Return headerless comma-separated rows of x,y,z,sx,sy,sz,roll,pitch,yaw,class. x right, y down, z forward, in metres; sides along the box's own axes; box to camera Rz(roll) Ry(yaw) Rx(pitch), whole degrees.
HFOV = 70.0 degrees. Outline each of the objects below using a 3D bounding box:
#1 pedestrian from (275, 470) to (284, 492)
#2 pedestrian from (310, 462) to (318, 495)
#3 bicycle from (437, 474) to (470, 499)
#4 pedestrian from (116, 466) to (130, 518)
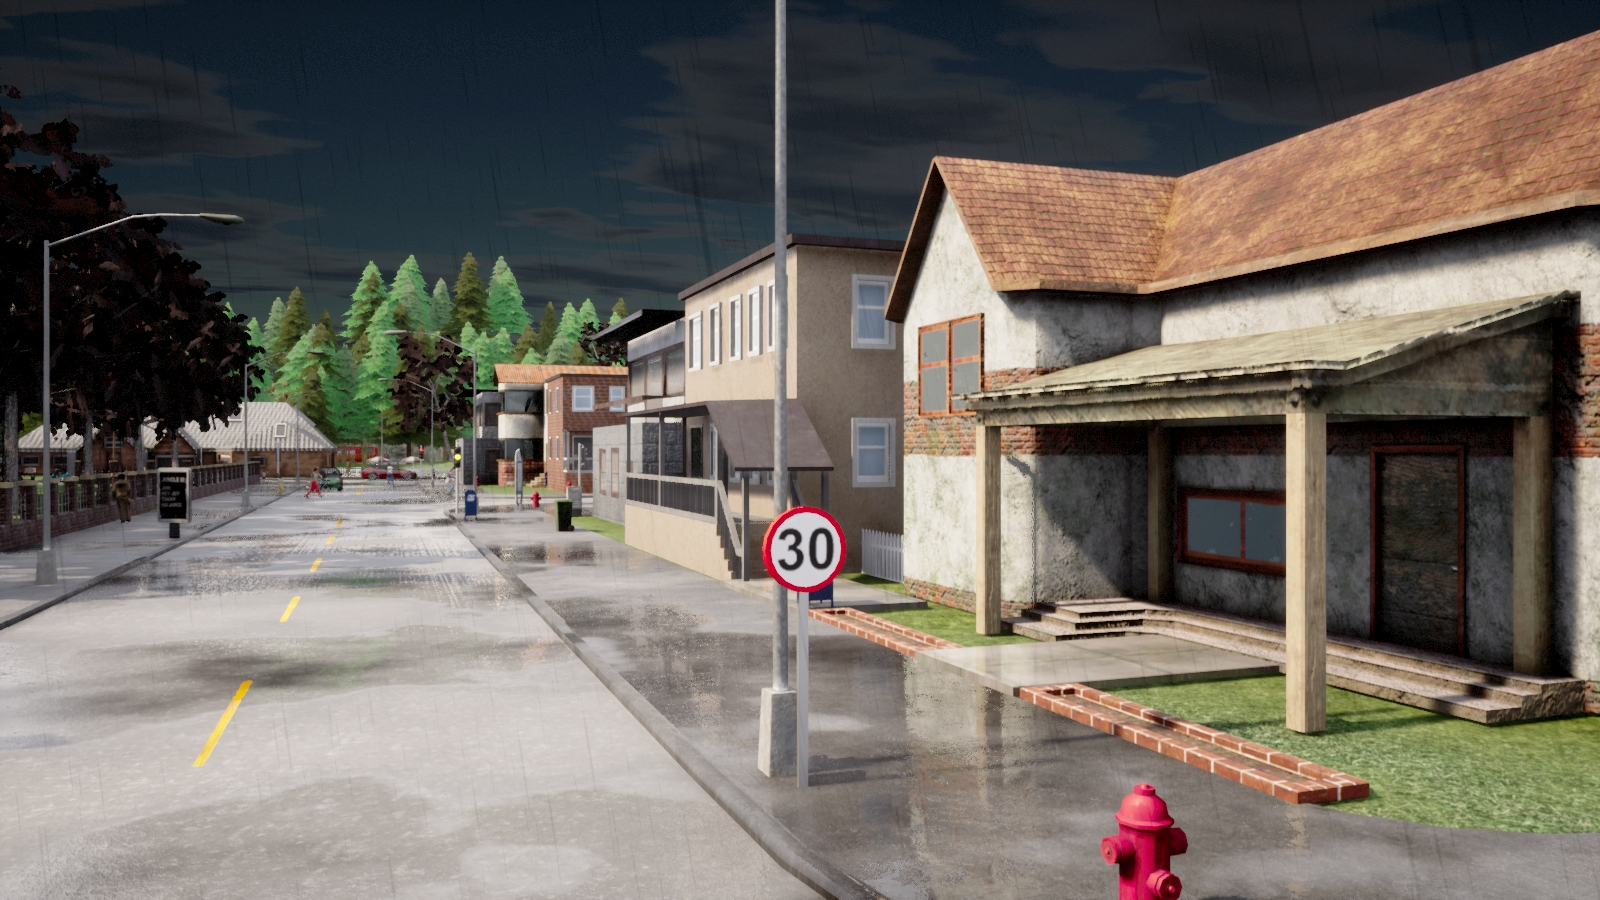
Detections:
-30.527,1.804,67.007,0.375,1.300,0.375,0,0,6,pedestrian
-27.611,1.628,64.861,0.375,1.860,0.375,0,0,-32,pedestrian
-18.393,1.936,60.614,1.643,1.296,0.373,0,-2,10,bicycle
-24.630,1.524,41.562,0.375,1.860,0.375,0,0,-20,pedestrian
